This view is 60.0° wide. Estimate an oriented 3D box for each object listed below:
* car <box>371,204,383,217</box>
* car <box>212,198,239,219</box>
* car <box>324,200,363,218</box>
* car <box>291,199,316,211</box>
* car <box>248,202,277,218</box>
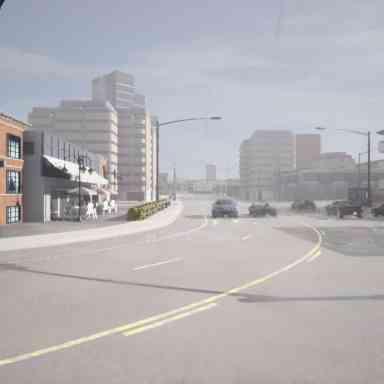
[{"bbox_3d":[16.888,1.526,27.774,1.812,1.442,4.674,0,0,2],"label":"car"},{"bbox_3d":[2.783,1.352,28.755,2.097,1.767,4.553,0,0,2],"label":"car"},{"bbox_3d":[13.473,1.504,29.789,1.837,1.490,4.892,0,0,1],"label":"car"},{"bbox_3d":[13.619,1.526,40.681,1.812,1.442,4.674,0,0,1],"label":"car"},{"bbox_3d":[6.331,1.601,30.120,1.895,1.301,4.718,0,0,1],"label":"car"}]
